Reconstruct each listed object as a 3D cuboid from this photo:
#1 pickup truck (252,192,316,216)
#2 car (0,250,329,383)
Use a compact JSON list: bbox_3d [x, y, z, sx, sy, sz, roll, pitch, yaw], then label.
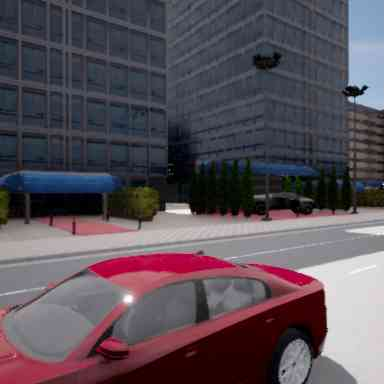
[{"bbox_3d":[7.872,1.030,30.068,6.274,2.098,2.390,0,0,-5],"label":"pickup truck"},{"bbox_3d":[-0.573,1.480,3.583,5.008,1.535,1.882,0,0,-36],"label":"car"}]
